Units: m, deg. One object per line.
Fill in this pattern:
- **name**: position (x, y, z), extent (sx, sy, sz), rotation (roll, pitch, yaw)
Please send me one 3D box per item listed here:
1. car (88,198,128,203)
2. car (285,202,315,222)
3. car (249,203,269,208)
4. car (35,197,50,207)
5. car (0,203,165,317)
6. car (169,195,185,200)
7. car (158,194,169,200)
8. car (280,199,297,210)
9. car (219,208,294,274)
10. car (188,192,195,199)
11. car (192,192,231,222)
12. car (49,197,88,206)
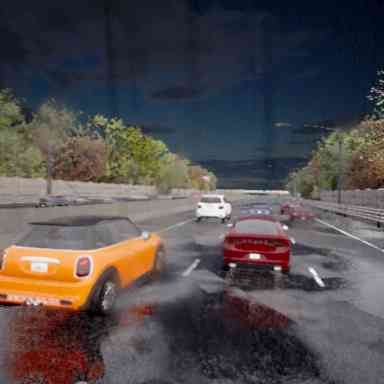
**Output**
- **car**: position (-7.775, 1.341, 32.874), extent (2.033, 1.411, 5.357), rotation (1, 0, 12)
- **car**: position (9.434, 1.838, 28.922), extent (1.895, 1.301, 4.718), rotation (1, 0, 12)
- **car**: position (6.037, 1.697, 29.571), extent (2.033, 1.411, 5.357), rotation (1, 0, 12)
- **car**: position (-14.470, 1.186, 35.036), extent (1.994, 1.385, 4.181), rotation (1, 0, 12)
- **car**: position (-2.136, 1.295, 7.672), extent (2.097, 1.767, 4.553), rotation (1, 0, 12)
- **car**: position (-2.985, 1.372, 72.157), extent (1.895, 1.301, 4.718), rotation (1, 0, 12)
- **car**: position (-6.063, 1.156, 74.503), extent (1.895, 1.301, 4.718), rotation (1, 0, 12)
- **car**: position (11.801, 1.650, 40.321), extent (2.097, 1.767, 4.553), rotation (1, 0, 12)
- **car**: position (2.143, 1.530, 11.035), extent (1.882, 1.535, 5.008), rotation (1, 0, 12)
- **car**: position (0.622, 1.026, 72.250), extent (2.150, 2.045, 5.566), rotation (1, 0, 12)
- **car**: position (1.813, 1.263, 26.448), extent (2.150, 2.045, 5.566), rotation (1, 0, 12)
- **car**: position (-11.420, 1.301, 32.542), extent (1.895, 1.301, 4.718), rotation (1, 0, 12)
